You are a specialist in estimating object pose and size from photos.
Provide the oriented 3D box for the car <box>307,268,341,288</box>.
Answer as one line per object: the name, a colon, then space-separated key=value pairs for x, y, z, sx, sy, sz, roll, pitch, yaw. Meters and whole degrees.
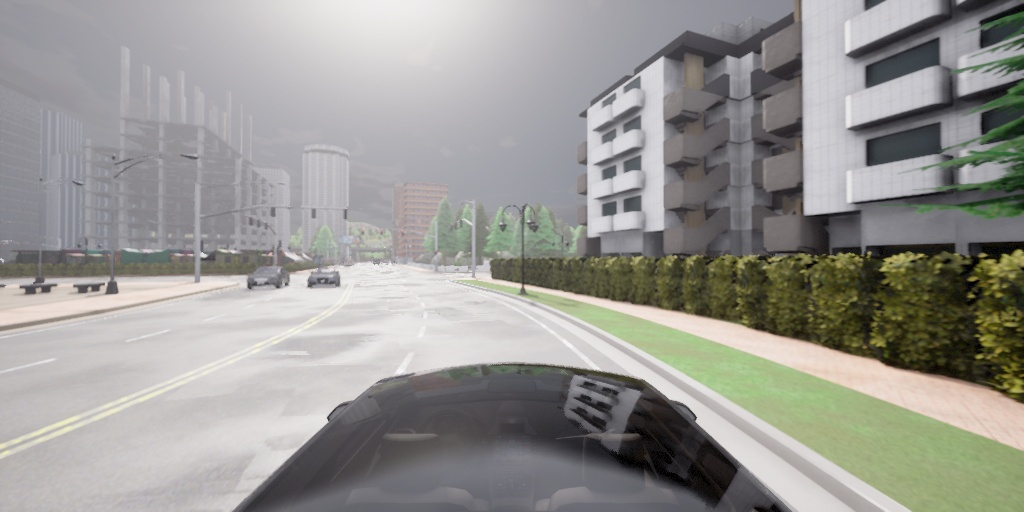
car: x=-13.846 y=1.569 z=26.665 sx=1.994 sy=1.385 sz=4.181 roll=0 pitch=-1 yaw=-22

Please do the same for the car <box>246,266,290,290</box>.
car: x=-17.088 y=1.487 z=25.348 sx=2.128 sy=1.511 sz=4.902 roll=0 pitch=-1 yaw=-22
